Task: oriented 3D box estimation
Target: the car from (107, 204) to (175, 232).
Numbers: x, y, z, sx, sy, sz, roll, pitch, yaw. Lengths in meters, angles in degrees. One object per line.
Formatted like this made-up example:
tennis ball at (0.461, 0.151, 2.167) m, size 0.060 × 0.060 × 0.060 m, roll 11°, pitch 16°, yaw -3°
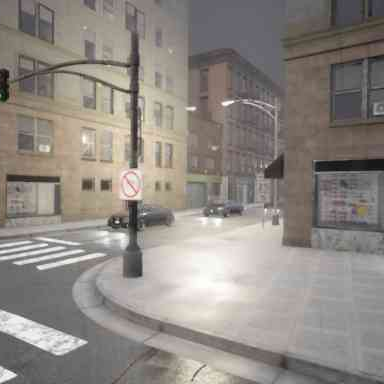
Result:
car at (-2.823, 1.385, 19.119) m, size 1.994 × 1.385 × 4.181 m, roll 1°, pitch 1°, yaw 33°

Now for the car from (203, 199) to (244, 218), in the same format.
car at (2.656, 1.282, 27.363) m, size 1.994 × 1.385 × 4.181 m, roll 1°, pitch 1°, yaw 35°

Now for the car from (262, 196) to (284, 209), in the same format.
car at (9.514, 1.149, 37.696) m, size 1.994 × 1.385 × 4.181 m, roll 1°, pitch 1°, yaw 34°
